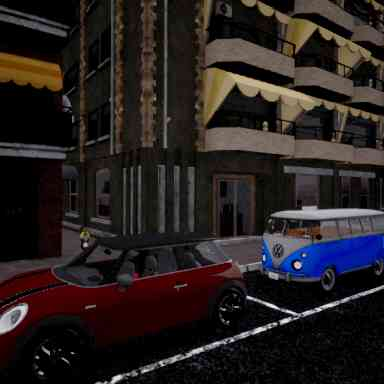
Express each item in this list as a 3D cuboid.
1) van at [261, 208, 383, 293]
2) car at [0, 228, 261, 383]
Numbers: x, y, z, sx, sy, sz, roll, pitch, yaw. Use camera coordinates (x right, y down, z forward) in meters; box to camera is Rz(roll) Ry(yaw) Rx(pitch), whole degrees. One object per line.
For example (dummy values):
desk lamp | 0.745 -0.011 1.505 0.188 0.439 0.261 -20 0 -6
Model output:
van | 3.524 1.343 8.609 3.998 1.788 1.690 0 0 -36
car | -1.108 1.440 5.304 4.097 1.590 1.967 0 0 -36
